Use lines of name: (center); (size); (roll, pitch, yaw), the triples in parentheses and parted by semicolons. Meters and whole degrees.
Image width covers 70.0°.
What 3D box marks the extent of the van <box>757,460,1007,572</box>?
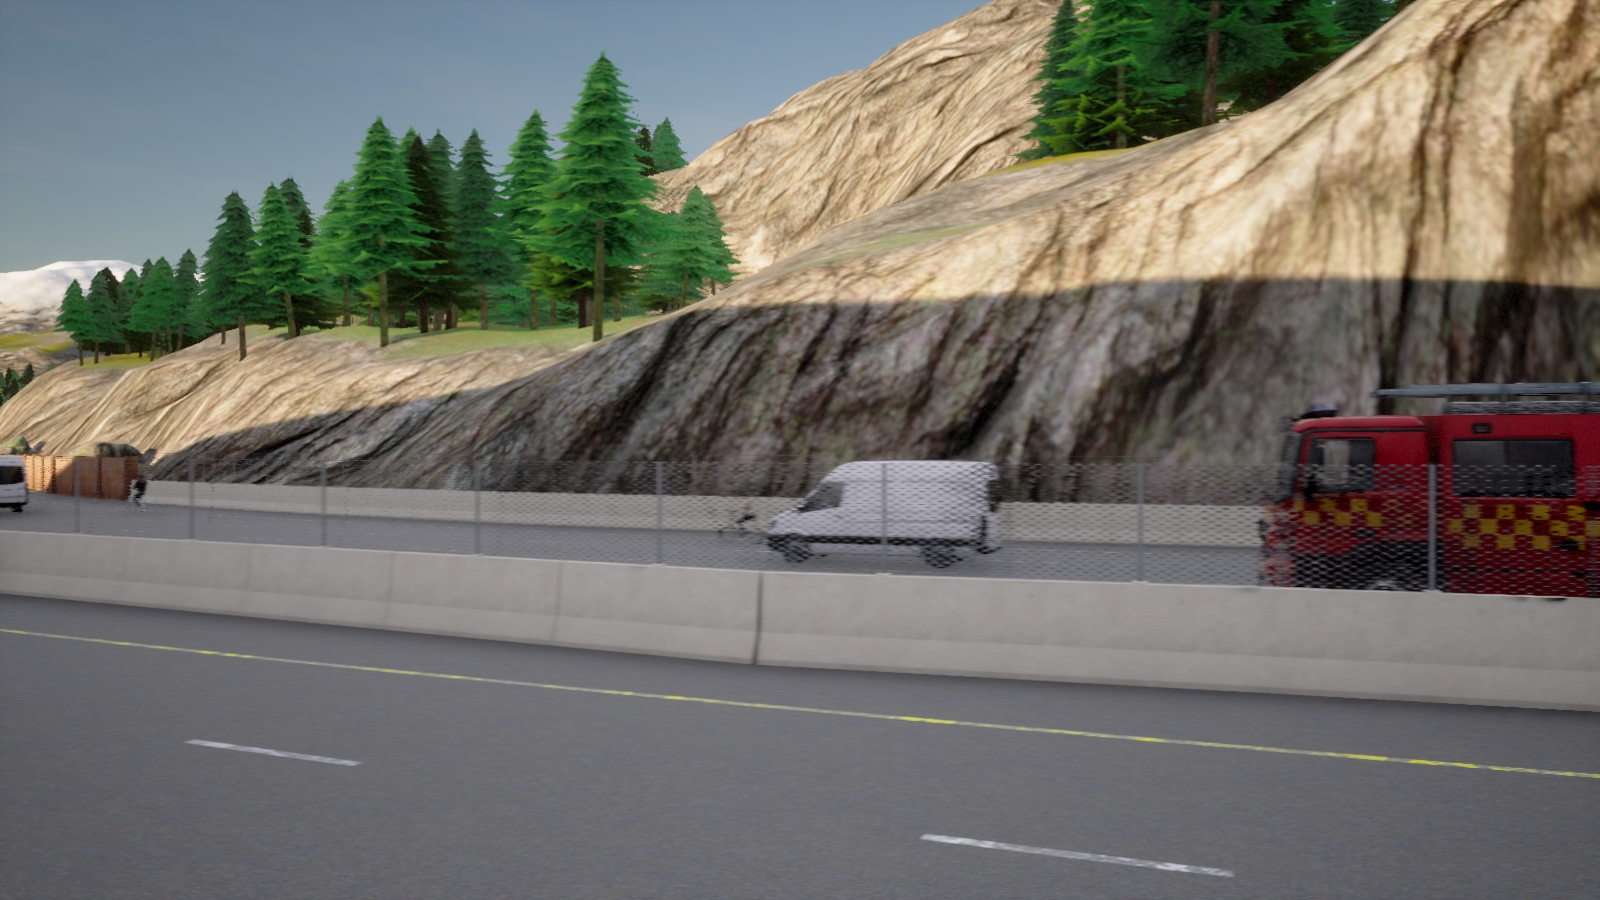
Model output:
van: (2.041, 1.554, 28.614); (5.915, 2.561, 1.988); (0, 0, 22)

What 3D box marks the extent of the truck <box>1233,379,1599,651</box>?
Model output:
truck: (11.258, 0.911, 17.586); (8.468, 3.827, 2.891); (0, 0, 18)

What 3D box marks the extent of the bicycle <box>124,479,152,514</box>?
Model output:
bicycle: (-29.225, 2.059, 50.429); (1.835, 1.489, 0.329); (0, 0, 36)

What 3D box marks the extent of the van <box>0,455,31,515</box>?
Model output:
van: (-37.056, 1.537, 51.728); (5.915, 2.561, 1.988); (0, 0, 38)
